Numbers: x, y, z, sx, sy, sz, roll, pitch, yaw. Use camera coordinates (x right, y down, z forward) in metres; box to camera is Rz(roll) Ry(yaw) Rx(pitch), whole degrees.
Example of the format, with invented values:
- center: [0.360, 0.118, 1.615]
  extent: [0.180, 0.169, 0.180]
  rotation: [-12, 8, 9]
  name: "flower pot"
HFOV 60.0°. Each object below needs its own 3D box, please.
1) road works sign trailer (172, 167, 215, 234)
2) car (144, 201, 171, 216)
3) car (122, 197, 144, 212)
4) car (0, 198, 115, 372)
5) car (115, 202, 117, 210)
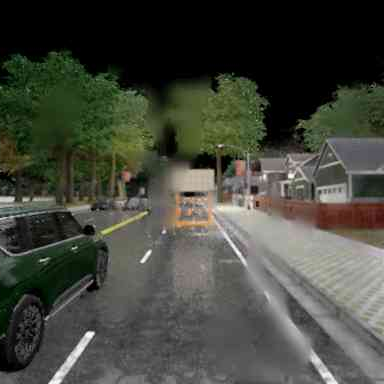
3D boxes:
- center: [0.088, 0.413, 18.770]
  extent: [2.380, 3.560, 2.880]
  rotation: [0, 0, 1]
  name: "road works sign trailer"
- center: [-2.995, 1.500, 31.427]
  extent: [1.895, 1.301, 4.718]
  rotation: [0, 0, 0]
  name: "car"
- center: [-6.413, 1.381, 36.885]
  extent: [1.837, 1.490, 4.892]
  rotation: [0, 0, 0]
  name: "car"
- center: [-3.122, 1.208, 5.772]
  extent: [2.150, 2.045, 5.566]
  rotation: [0, 0, 0]
  name: "car"
- center: [-9.667, 1.423, 36.824]
  extent: [2.033, 1.411, 5.357]
  rotation: [0, 0, 0]
  name: "car"
